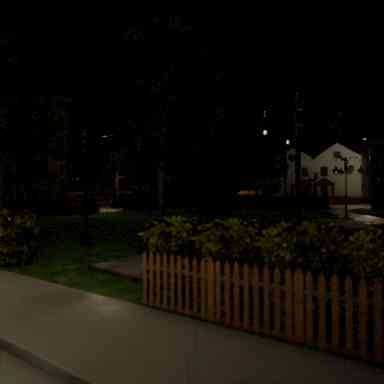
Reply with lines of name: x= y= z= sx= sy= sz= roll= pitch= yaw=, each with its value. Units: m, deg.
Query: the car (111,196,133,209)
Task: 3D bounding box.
car: x=-10.375 y=1.582 z=53.114 sx=2.150 sy=2.045 sz=5.566 roll=-1 pitch=0 yaw=36
